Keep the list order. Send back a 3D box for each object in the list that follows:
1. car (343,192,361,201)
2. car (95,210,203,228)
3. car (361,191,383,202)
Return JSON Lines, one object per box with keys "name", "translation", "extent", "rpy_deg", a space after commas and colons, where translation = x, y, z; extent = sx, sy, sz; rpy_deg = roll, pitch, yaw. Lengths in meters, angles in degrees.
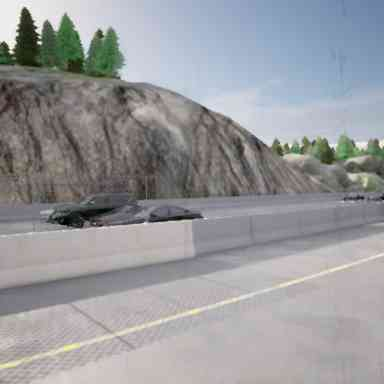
{"name": "car", "translation": [25.431, 0.710, 52.034], "extent": [4.674, 1.442, 1.812], "rpy_deg": [-1, 1, -40]}
{"name": "car", "translation": [-1.730, 1.359, 15.964], "extent": [5.008, 1.535, 1.882], "rpy_deg": [-1, 1, -38]}
{"name": "car", "translation": [27.676, 0.668, 49.348], "extent": [4.902, 1.511, 2.128], "rpy_deg": [-1, 1, -40]}
